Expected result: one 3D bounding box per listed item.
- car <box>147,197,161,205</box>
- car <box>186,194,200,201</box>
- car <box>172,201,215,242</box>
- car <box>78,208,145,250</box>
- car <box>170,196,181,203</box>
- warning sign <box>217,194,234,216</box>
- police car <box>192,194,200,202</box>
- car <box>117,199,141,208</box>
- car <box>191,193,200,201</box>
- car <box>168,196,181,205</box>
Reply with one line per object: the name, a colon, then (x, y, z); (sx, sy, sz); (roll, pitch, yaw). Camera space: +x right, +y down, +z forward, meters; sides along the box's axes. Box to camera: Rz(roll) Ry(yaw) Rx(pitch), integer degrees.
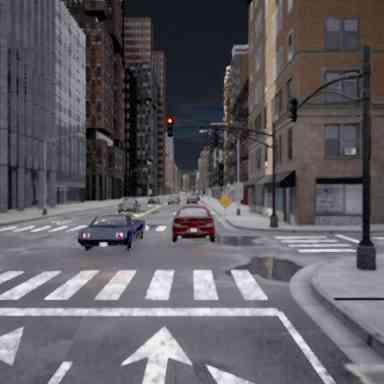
car: (-6.563, 1.541, 57.964); (1.994, 1.385, 4.181); (0, 0, 0)
car: (0.021, 1.482, 57.418); (1.837, 1.490, 4.892); (0, 0, 0)
car: (0.075, 1.425, 16.231); (1.882, 1.535, 5.008); (0, 0, 0)
car: (-3.181, 1.583, 14.192); (1.895, 1.301, 4.718); (0, 0, 0)
car: (-3.281, 1.541, 68.657); (2.033, 1.411, 5.357); (0, 0, 0)
warning sign: (2.841, 1.099, 28.257); (1.300, 1.860, 1.060); (0, 0, 0)
police car: (0.939, 1.405, 78.371); (1.930, 1.638, 5.238); (0, 0, 0)
car: (-6.612, 1.486, 35.284); (1.837, 1.490, 4.892); (0, 0, 0)
car: (0.935, 1.209, 88.290); (2.150, 2.045, 5.566); (0, 0, 0)
car: (-3.226, 1.524, 58.364); (2.033, 1.411, 5.357); (0, 0, 1)
